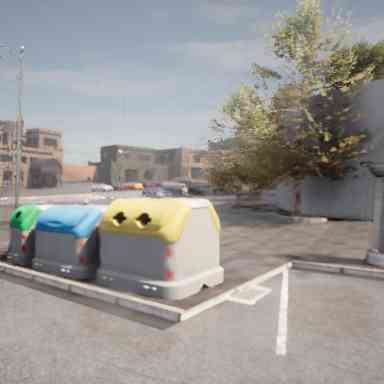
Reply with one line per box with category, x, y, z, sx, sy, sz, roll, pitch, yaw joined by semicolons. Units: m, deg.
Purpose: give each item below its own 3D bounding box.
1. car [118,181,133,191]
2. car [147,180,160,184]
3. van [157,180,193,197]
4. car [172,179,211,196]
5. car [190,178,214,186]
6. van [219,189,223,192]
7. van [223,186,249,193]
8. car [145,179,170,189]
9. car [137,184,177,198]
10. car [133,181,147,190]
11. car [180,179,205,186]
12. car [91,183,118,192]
car;-14.195;-0.949;63.066;4.792;1.488;2.163;1;5;33
car;-9.526;-1.320;66.614;4.792;1.488;2.163;1;5;33
van;-2.587;-0.290;50.326;4.442;1.987;1.878;3;6;35
car;-0.251;-0.504;52.107;5.566;2.045;2.435;3;7;35
car;2.289;-2.270;75.357;5.008;1.535;2.097;1;5;33
van;2.137;-0.666;53.867;4.442;1.987;1.878;3;7;35
van;7.256;-1.023;57.161;4.442;1.987;1.878;3;6;35
car;-7.119;-1.658;68.326;4.553;1.767;2.185;1;5;33
car;-5.143;0.112;48.710;5.008;1.535;2.097;3;6;35
car;-11.841;-1.288;64.809;4.553;1.767;2.185;1;5;33
car;0.093;-2.085;73.506;5.366;1.575;1.946;1;5;33
car;-16.581;-0.754;61.320;4.674;1.452;2.002;1;5;33
